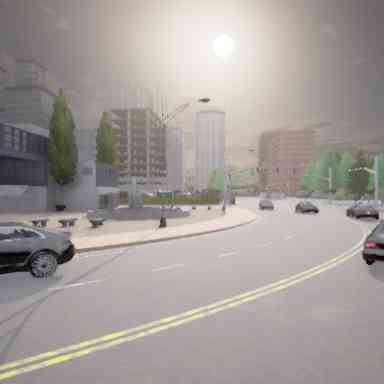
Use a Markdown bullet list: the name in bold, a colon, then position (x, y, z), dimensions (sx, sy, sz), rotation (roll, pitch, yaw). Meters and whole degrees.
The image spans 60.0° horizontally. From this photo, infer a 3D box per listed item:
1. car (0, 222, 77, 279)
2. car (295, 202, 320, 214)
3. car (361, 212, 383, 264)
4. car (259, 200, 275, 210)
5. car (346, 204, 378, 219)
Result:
- **car**: position (-5.604, 1.582, 8.759), dimensions (4.902, 1.511, 2.128), rotation (0, 0, -39)
- **car**: position (13.425, 1.838, 39.099), dimensions (2.033, 1.411, 5.357), rotation (0, -1, 6)
- **car**: position (7.213, 1.625, 11.366), dimensions (2.033, 1.411, 5.357), rotation (0, -1, 38)
- **car**: position (10.851, 1.936, 48.587), dimensions (1.837, 1.490, 4.892), rotation (0, 0, 5)
- **car**: position (15.863, 1.782, 31.143), dimensions (1.994, 1.385, 4.181), rotation (0, 0, 11)
